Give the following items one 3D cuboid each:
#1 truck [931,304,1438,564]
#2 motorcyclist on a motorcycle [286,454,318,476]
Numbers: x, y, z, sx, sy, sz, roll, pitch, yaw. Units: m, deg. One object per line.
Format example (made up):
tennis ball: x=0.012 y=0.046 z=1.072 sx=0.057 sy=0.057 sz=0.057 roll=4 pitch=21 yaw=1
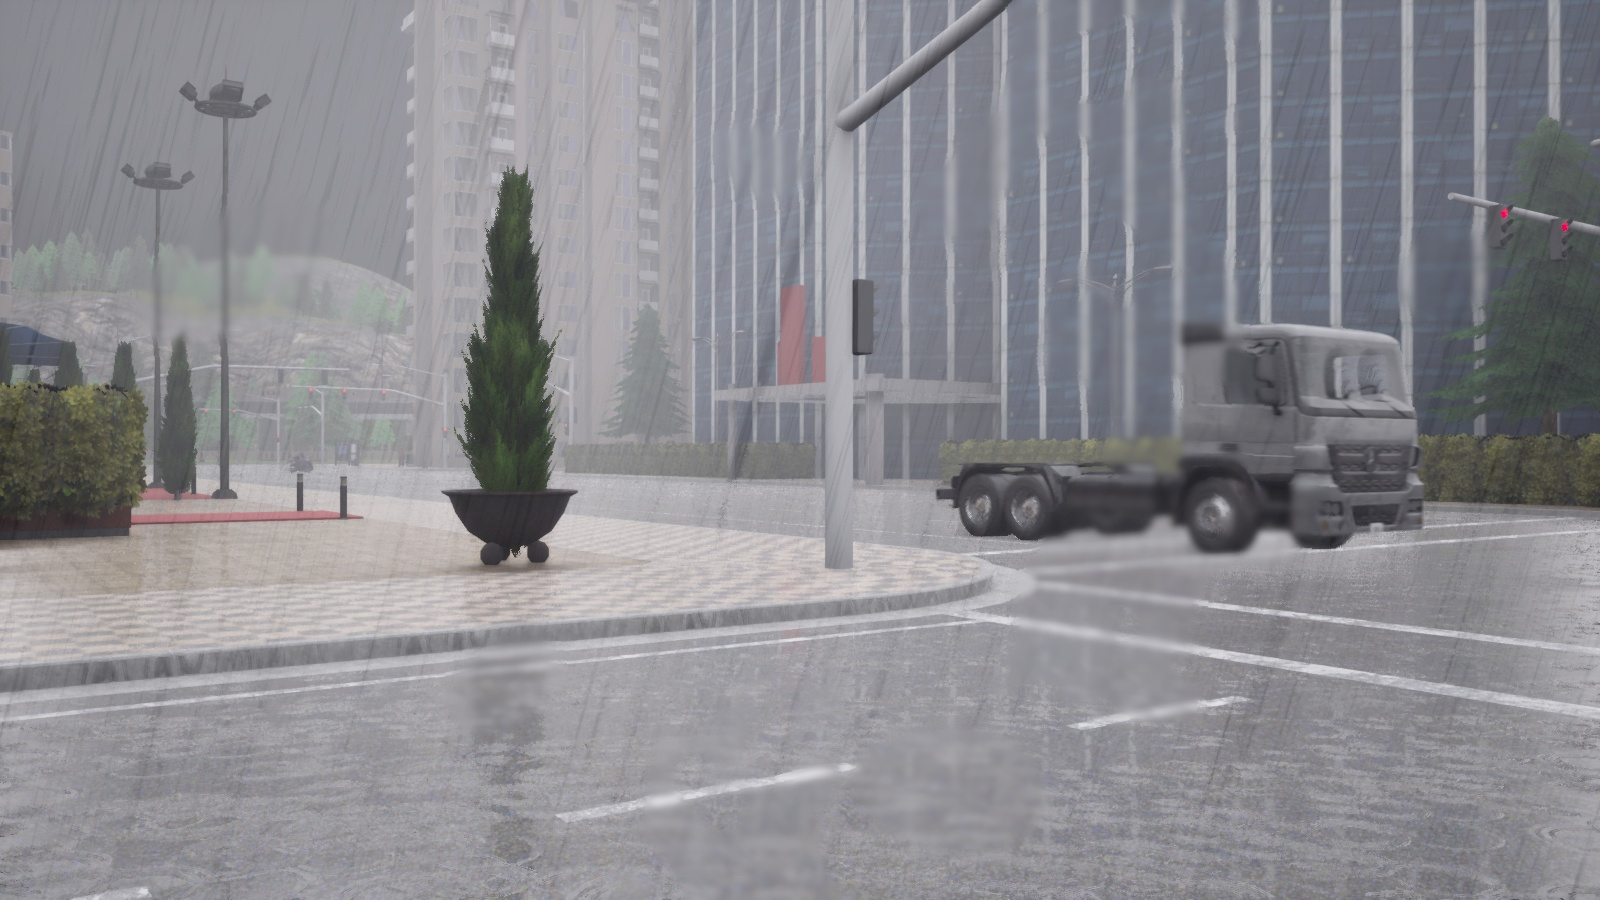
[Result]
truck: x=5.860 y=-0.199 z=20.770 sx=2.891 sy=3.462 sz=7.936 roll=0 pitch=0 yaw=-34
motorcyclist on a motorcycle: x=-36.001 y=1.078 z=90.802 sx=2.191 sy=1.530 sz=0.866 roll=0 pitch=-1 yaw=23
